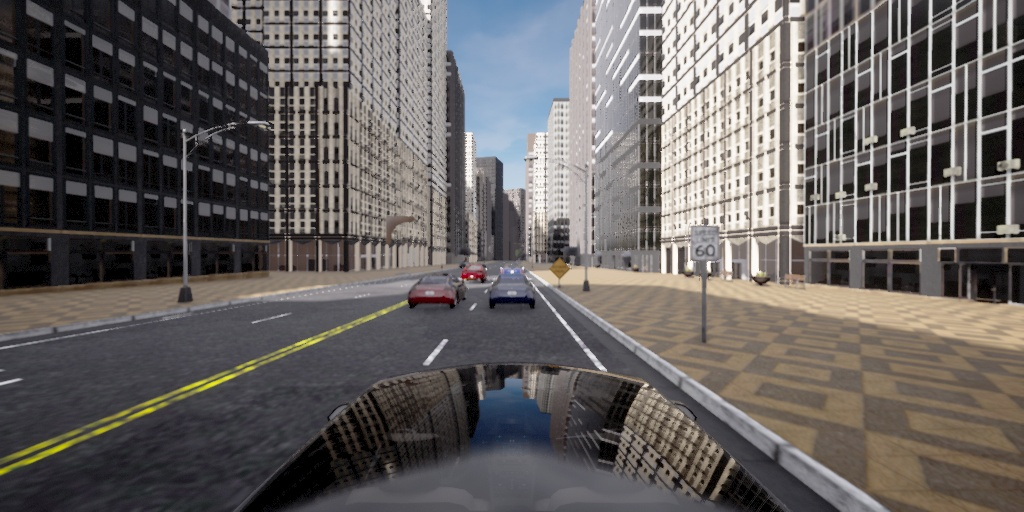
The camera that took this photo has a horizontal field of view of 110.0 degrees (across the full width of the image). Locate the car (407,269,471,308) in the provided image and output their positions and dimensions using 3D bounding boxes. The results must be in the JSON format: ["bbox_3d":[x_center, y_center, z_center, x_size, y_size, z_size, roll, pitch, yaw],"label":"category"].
[{"bbox_3d":[-3.237,1.448,16.165,1.994,1.385,4.181,0,0,0],"label":"car"}]

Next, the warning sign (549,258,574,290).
[{"bbox_3d":[2.861,1.051,21.665,1.300,1.860,1.060,0,0,0],"label":"warning sign"}]

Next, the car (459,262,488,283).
[{"bbox_3d":[-3.227,1.503,31.332,1.882,1.535,5.008,0,0,0],"label":"car"}]

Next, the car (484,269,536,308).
[{"bbox_3d":[0.012,1.448,16.116,1.994,1.385,4.181,0,0,0],"label":"car"}]

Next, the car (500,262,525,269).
[{"bbox_3d":[0.019,1.372,30.918,2.097,1.767,4.553,0,-1,0],"label":"car"}]
